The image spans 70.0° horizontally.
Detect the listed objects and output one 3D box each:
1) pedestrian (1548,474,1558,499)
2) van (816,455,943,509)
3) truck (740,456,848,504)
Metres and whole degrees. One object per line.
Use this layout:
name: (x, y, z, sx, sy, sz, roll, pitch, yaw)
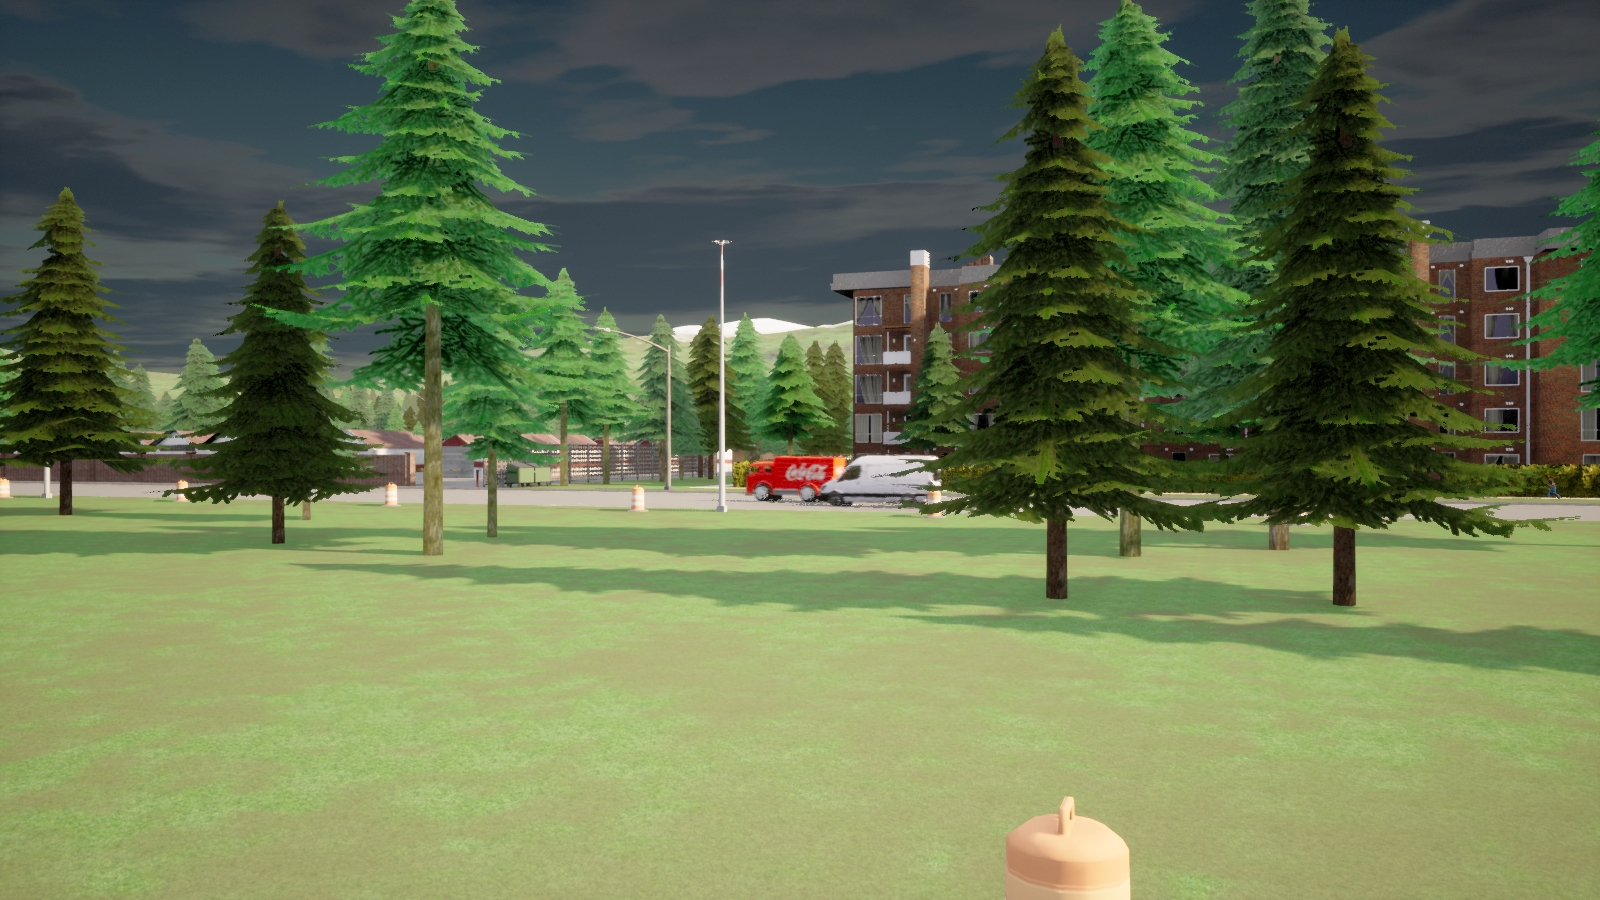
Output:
pedestrian: (40.883, 1.976, 62.016, 0.375, 1.300, 0.375, 0, 0, 19)
van: (3.908, 1.535, 56.175, 5.915, 2.561, 1.988, 0, 0, 20)
truck: (-0.299, 1.570, 61.442, 5.204, 2.467, 2.627, 0, 0, 20)
